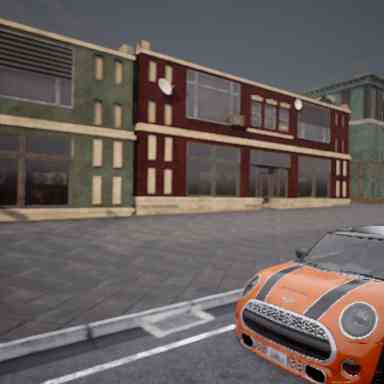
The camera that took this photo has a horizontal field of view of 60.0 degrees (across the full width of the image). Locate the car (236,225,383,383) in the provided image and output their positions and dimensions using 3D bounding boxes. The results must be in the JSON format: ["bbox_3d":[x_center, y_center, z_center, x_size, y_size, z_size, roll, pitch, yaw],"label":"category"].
[{"bbox_3d":[2.842,1.376,5.286,4.553,1.767,2.097,0,0,-36],"label":"car"}]
